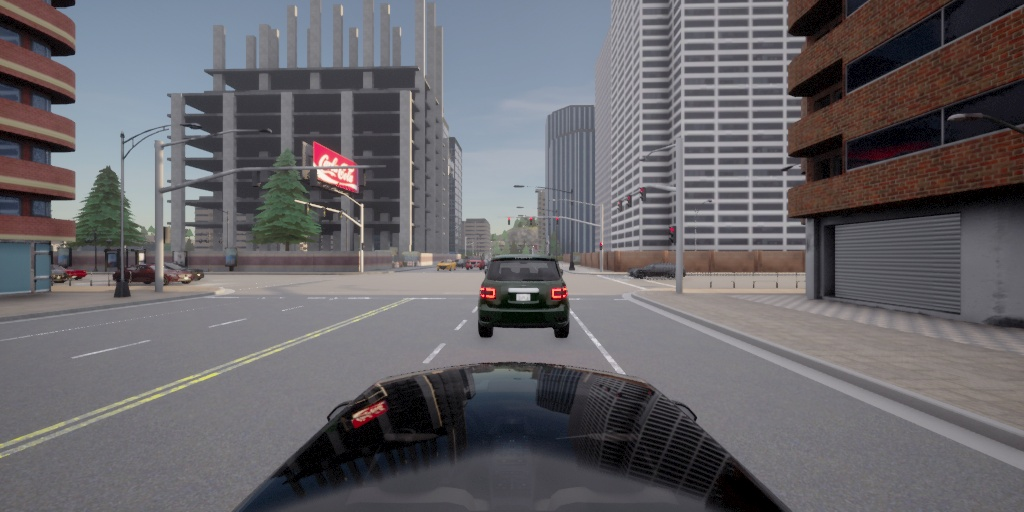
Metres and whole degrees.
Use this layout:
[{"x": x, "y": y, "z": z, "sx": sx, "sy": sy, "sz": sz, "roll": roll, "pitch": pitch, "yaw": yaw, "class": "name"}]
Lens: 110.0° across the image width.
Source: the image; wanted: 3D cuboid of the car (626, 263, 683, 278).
[{"x": 13.563, "y": 1.351, "z": 34.264, "sx": 4.718, "sy": 1.301, "sz": 1.895, "roll": 0, "pitch": 0, "yaw": 3, "class": "car"}]

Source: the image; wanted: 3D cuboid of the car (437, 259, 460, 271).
[{"x": -8.867, "y": 1.228, "z": 48.894, "sx": 1.882, "sy": 1.535, "sz": 5.008, "roll": 0, "pitch": 0, "yaw": 2, "class": "car"}]

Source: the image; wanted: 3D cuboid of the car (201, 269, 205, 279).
[{"x": -27.207, "y": 1.228, "z": 28.352, "sx": 5.008, "sy": 1.535, "sz": 1.882, "roll": 0, "pitch": 0, "yaw": 2, "class": "car"}]

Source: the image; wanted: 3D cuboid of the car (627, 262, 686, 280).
[{"x": 12.416, "y": 1.276, "z": 30.752, "sx": 4.674, "sy": 1.442, "sz": 1.812, "roll": 0, "pitch": 0, "yaw": 2, "class": "car"}]

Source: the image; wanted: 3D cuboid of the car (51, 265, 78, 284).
[{"x": -34.055, "y": 1.253, "z": 25.072, "sx": 4.892, "sy": 1.490, "sz": 1.837, "roll": 1, "pitch": 0, "yaw": 2, "class": "car"}]

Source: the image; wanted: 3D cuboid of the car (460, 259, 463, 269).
[{"x": -8.504, "y": 1.228, "z": 58.310, "sx": 1.882, "sy": 1.535, "sz": 5.008, "roll": 0, "pitch": 0, "yaw": 2, "class": "car"}]

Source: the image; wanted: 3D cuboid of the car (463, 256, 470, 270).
[{"x": -5.235, "y": 0.971, "z": 52.145, "sx": 2.150, "sy": 2.045, "sz": 5.566, "roll": 0, "pitch": 0, "yaw": 2, "class": "car"}]

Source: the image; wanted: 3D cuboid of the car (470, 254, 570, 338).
[{"x": 0.338, "y": 0.971, "z": 10.319, "sx": 2.150, "sy": 2.045, "sz": 5.566, "roll": 0, "pitch": 0, "yaw": 2, "class": "car"}]

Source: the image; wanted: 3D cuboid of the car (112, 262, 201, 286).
[{"x": -24.764, "y": 1.276, "z": 24.771, "sx": 4.674, "sy": 1.442, "sz": 1.812, "roll": 0, "pitch": 0, "yaw": 2, "class": "car"}]

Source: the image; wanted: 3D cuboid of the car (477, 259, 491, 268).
[{"x": -4.844, "y": 1.276, "z": 62.161, "sx": 1.812, "sy": 1.442, "sz": 4.674, "roll": 0, "pitch": 0, "yaw": 3, "class": "car"}]

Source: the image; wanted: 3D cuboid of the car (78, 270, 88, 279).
[{"x": -37.137, "y": 1.351, "z": 28.675, "sx": 4.718, "sy": 1.301, "sz": 1.895, "roll": 0, "pitch": 0, "yaw": 2, "class": "car"}]
